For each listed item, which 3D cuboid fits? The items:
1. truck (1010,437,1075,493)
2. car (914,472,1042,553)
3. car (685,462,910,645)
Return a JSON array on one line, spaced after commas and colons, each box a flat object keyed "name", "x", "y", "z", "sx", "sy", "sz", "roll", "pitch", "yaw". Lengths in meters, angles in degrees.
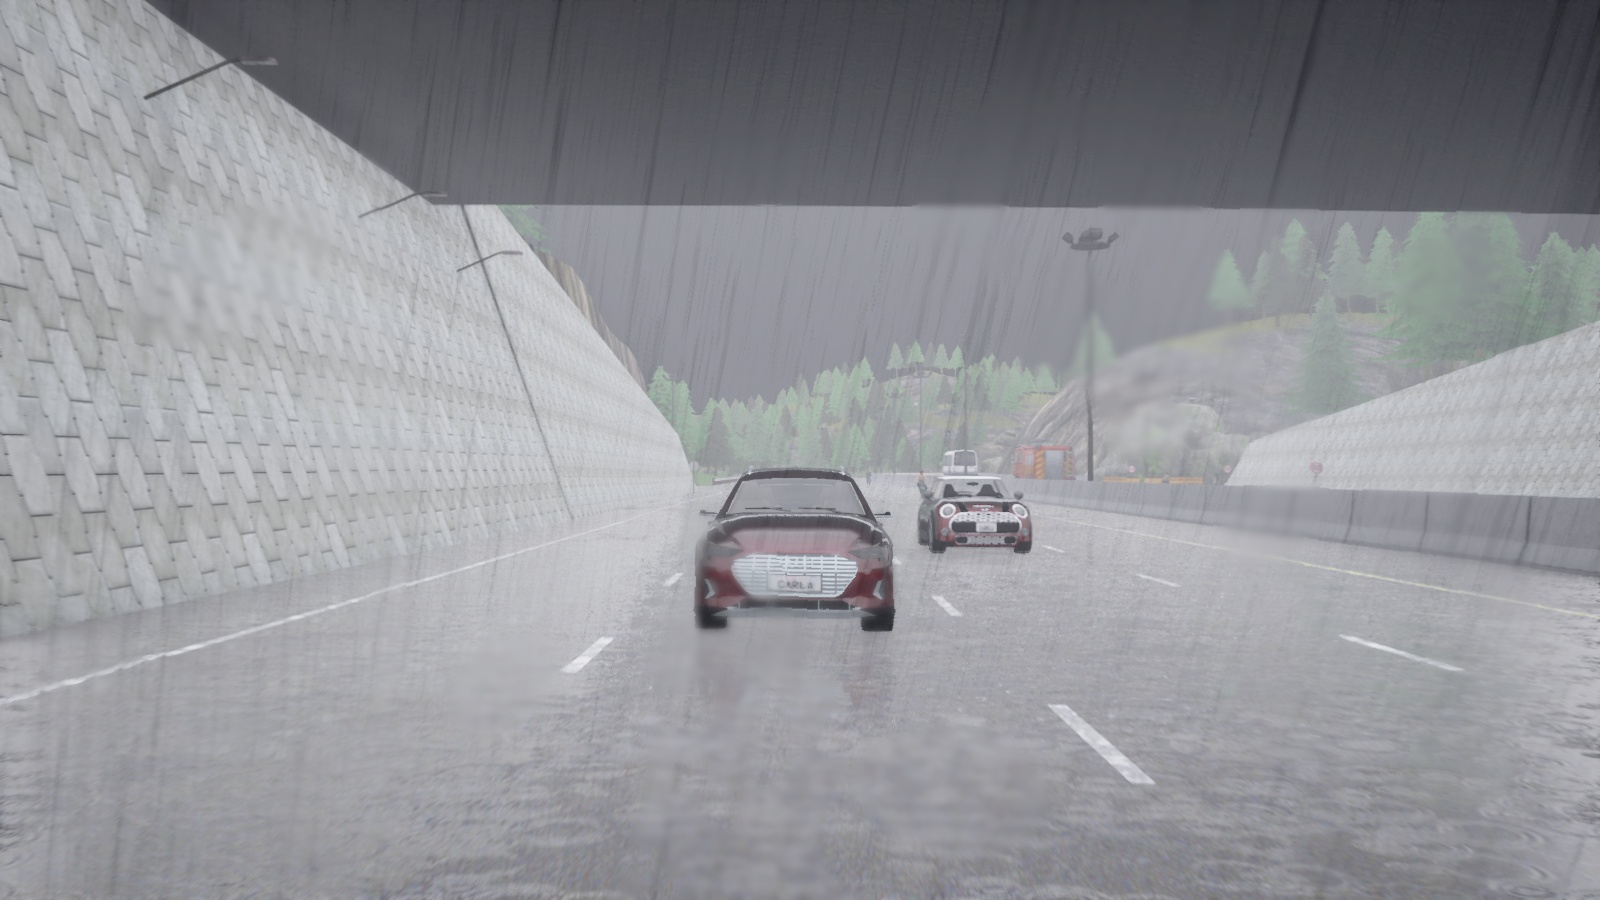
[{"name": "truck", "x": 17.196, "y": 1.081, "z": 89.584, "sx": 2.891, "sy": 3.827, "sz": 8.468, "roll": 0, "pitch": -1, "yaw": 0}, {"name": "car", "x": 3.429, "y": 1.183, "z": 24.884, "sx": 1.970, "sy": 1.475, "sz": 3.806, "roll": 0, "pitch": -1, "yaw": 0}, {"name": "car", "x": -0.034, "y": 0.976, "z": 13.807, "sx": 2.033, "sy": 1.649, "sz": 4.856, "roll": 0, "pitch": -1, "yaw": 0}]
